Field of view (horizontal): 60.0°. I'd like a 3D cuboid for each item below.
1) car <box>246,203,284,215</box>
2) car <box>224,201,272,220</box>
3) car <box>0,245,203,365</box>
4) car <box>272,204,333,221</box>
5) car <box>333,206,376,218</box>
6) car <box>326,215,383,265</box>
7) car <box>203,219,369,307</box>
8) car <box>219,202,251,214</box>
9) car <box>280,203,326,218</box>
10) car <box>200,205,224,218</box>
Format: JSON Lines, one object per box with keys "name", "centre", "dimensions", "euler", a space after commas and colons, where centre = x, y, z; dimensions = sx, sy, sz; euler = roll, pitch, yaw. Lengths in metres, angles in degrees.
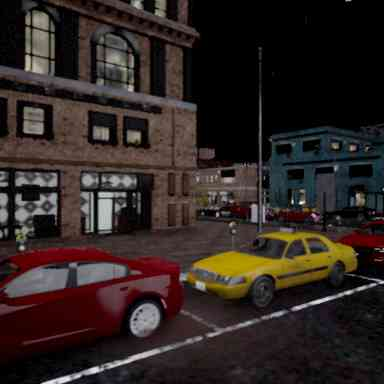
{"name": "car", "centre": [9.250, 2.129, 42.599], "dimensions": [1.752, 1.417, 4.829], "euler": [-1, 0, -37]}
{"name": "car", "centre": [5.984, 1.844, 32.978], "dimensions": [2.192, 1.841, 5.009], "euler": [-1, 0, -37]}
{"name": "car", "centre": [-2.237, 1.554, 4.966], "dimensions": [4.507, 1.381, 1.887], "euler": [1, -1, -35]}
{"name": "car", "centre": [9.350, 1.903, 28.433], "dimensions": [1.967, 1.590, 4.097], "euler": [-1, 0, -37]}
{"name": "car", "centre": [16.079, 2.034, 33.374], "dimensions": [1.947, 1.339, 4.313], "euler": [-1, 0, -37]}
{"name": "car", "centre": [6.792, 1.659, 11.400], "dimensions": [4.507, 1.381, 1.887], "euler": [1, -1, -35]}
{"name": "car", "centre": [2.139, 1.586, 8.085], "dimensions": [4.829, 1.417, 1.752], "euler": [1, -1, -35]}
{"name": "car", "centre": [5.988, 2.218, 47.007], "dimensions": [2.008, 1.369, 4.403], "euler": [-1, 0, -37]}
{"name": "car", "centre": [12.614, 2.062, 38.055], "dimensions": [1.752, 1.417, 4.829], "euler": [-1, 0, -37]}
{"name": "car", "centre": [2.624, 2.146, 37.521], "dimensions": [2.008, 1.369, 4.403], "euler": [-1, 0, -37]}
